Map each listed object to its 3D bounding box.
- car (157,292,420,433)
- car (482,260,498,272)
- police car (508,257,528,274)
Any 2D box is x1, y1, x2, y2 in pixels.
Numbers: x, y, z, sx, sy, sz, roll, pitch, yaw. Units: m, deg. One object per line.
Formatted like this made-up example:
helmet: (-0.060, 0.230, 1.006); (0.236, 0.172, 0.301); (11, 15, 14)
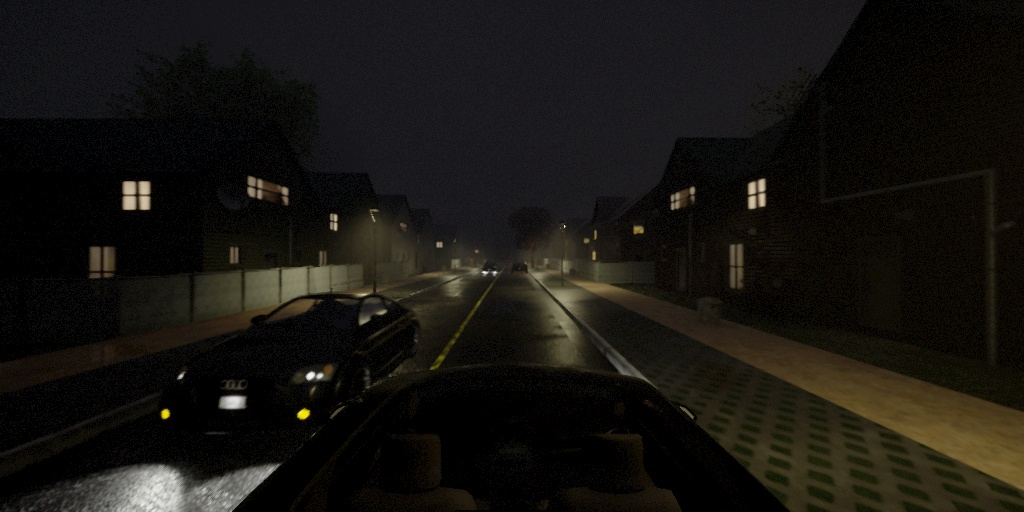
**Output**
car: (-2.848, 1.298, 5.649); (1.994, 1.385, 4.181); (0, 0, 0)
car: (-2.819, 1.270, 46.945); (2.033, 1.411, 5.357); (0, 0, 0)
police car: (0.837, 1.139, 41.308); (1.930, 1.638, 5.238); (0, 0, 0)
